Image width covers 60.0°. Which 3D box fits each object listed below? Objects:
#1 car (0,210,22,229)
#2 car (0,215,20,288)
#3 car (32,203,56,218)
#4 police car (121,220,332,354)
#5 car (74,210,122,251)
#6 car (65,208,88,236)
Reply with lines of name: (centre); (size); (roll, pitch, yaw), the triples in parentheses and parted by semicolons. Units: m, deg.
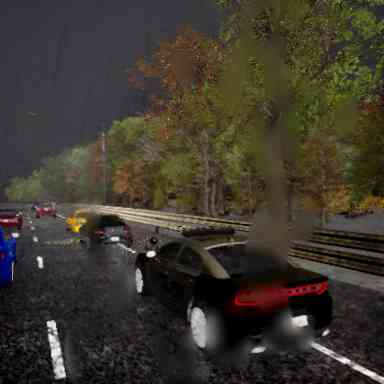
car: (-14.063, 2.040, 25.381); (1.994, 1.385, 4.181); (0, -1, -27)
car: (-6.020, 1.651, 9.304); (1.882, 1.535, 5.008); (0, -1, -26)
car: (-17.478, 2.076, 39.597); (2.097, 1.767, 4.553); (0, -1, -27)
police car: (0.258, 1.514, 6.638); (1.930, 1.638, 5.238); (0, -1, -26)
car: (-4.141, 1.775, 15.565); (1.812, 1.442, 4.674); (0, -1, -26)
car: (-6.924, 1.809, 21.139); (1.801, 1.575, 5.366); (0, -1, -27)
